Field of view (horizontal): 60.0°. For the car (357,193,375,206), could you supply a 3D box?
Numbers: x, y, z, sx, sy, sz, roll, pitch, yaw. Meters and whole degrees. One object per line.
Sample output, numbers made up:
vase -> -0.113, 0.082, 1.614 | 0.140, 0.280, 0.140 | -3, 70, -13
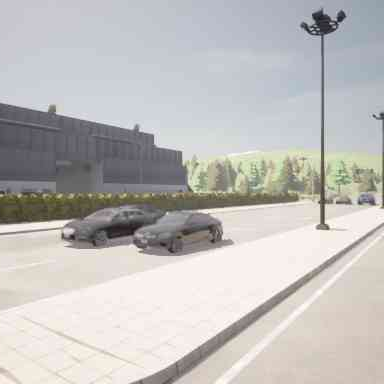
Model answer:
car -> 28.985, 1.223, 55.253 | 2.150, 2.045, 5.566 | 0, 0, 36

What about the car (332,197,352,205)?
car -> 26.344, 1.548, 57.576 | 2.033, 1.411, 5.357 | 0, 0, 36

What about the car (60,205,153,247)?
car -> -3.611, 1.491, 15.354 | 2.128, 1.511, 4.902 | 0, 0, 35

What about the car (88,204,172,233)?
car -> -3.748, 1.547, 21.203 | 2.033, 1.411, 5.357 | 0, 0, 35

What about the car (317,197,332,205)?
car -> 24.433, 1.601, 60.919 | 1.895, 1.301, 4.718 | 0, 0, 35

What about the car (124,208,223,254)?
car -> -0.376, 1.526, 13.865 | 1.812, 1.442, 4.674 | 0, 0, 35
